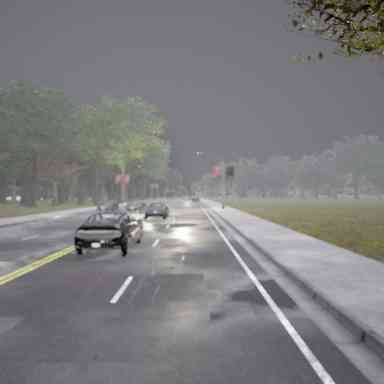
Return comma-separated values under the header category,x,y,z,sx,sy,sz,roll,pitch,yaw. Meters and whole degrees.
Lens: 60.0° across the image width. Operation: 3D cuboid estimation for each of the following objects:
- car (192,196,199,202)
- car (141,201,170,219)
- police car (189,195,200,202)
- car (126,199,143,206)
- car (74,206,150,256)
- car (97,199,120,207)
category,x,y,z,sx,sy,sz,roll,pitch,yaw
car,0.952,1.886,94.168,1.882,1.535,5.008,0,0,0
car,-3.158,1.677,30.688,1.994,1.385,4.181,0,0,0
police car,0.954,1.780,84.278,1.930,1.638,5.238,0,0,0
car,-6.599,1.640,39.402,2.128,1.511,4.902,0,0,0
car,-3.154,1.537,13.333,2.128,1.511,4.902,0,0,0
car,-9.848,1.639,39.368,2.128,1.511,4.902,0,0,0
